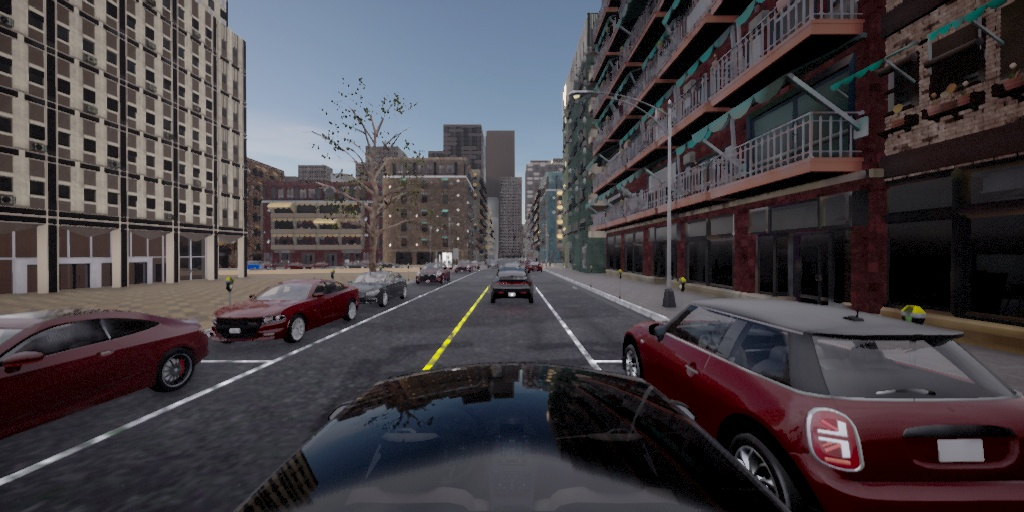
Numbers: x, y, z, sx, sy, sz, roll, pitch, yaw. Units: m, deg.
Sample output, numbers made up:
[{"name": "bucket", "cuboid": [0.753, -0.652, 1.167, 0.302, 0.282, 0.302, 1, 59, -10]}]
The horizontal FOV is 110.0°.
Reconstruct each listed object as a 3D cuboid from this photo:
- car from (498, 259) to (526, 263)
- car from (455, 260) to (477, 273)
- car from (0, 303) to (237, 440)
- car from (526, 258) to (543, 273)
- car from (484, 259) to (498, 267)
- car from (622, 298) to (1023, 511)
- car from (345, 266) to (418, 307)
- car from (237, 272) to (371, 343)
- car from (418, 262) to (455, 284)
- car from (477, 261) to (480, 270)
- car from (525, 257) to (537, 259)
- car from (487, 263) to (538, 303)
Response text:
[{"name": "car", "cuboid": [0.000, 1.234, 31.502, 1.882, 1.535, 5.008, 0, 0, 0]}, {"name": "car", "cuboid": [-5.692, 1.192, 42.777, 1.967, 1.591, 4.097, 0, 0, 0]}, {"name": "car", "cuboid": [-5.692, 1.328, 4.085, 1.802, 1.307, 4.207, 0, 0, 0]}, {"name": "car", "cuboid": [2.690, 1.298, 42.776, 1.888, 1.381, 4.507, 0, 0, 0]}, {"name": "car", "cuboid": [-3.000, 1.283, 58.493, 2.128, 1.511, 4.902, 0, 0, 0]}, {"name": "car", "cuboid": [2.689, 1.186, 4.084, 1.967, 1.591, 4.097, 0, 0, 0]}, {"name": "car", "cuboid": [-5.692, 1.296, 15.139, 2.007, 1.370, 4.403, 0, 0, 0]}, {"name": "car", "cuboid": [-5.692, 1.291, 9.612, 1.888, 1.381, 4.507, 0, 0, 0]}, {"name": "car", "cuboid": [-5.692, 1.186, 26.195, 1.967, 1.591, 4.097, 0, 0, 0]}, {"name": "car", "cuboid": [-5.692, 1.341, 53.833, 1.802, 1.307, 4.207, 0, 0, 0]}, {"name": "car", "cuboid": [2.690, 1.070, 48.304, 2.192, 1.841, 5.009, 0, 0, 0]}, {"name": "car", "cuboid": [0.000, 1.263, 16.502, 1.837, 1.490, 4.892, 0, 0, 0]}]
